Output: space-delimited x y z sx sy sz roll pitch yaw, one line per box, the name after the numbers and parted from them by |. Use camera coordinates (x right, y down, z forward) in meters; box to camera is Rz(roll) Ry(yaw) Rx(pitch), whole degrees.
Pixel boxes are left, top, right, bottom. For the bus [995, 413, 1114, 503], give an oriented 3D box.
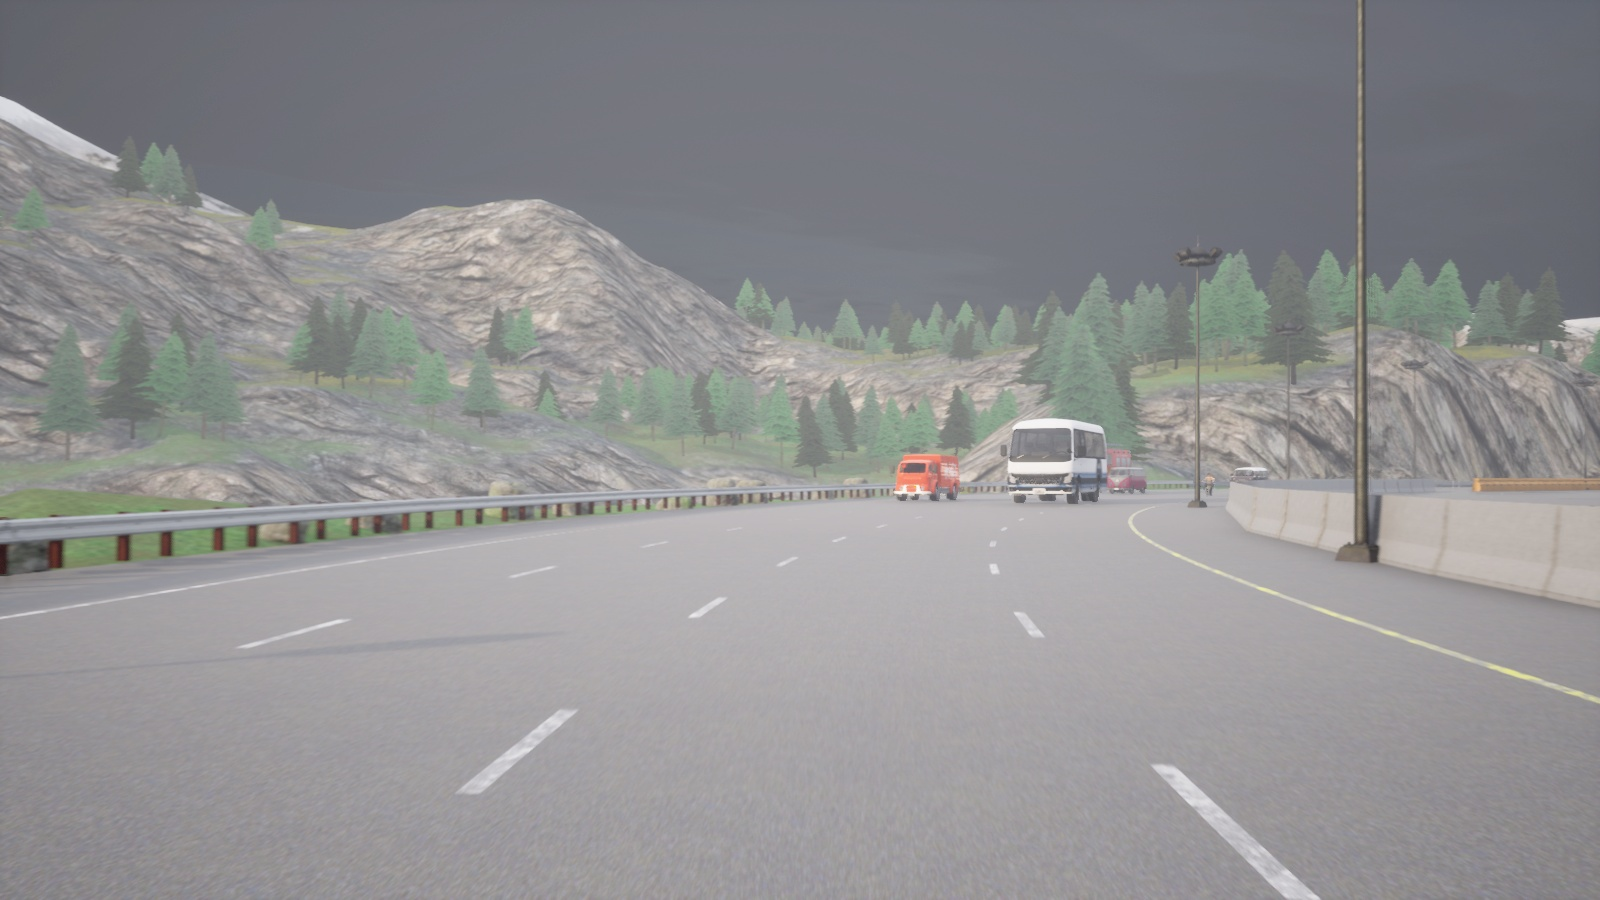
13.244 0.488 64.396 3.944 4.253 10.273 -1 -1 23 | bus

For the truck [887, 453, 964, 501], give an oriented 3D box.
6.734 1.431 66.898 2.627 2.467 5.204 -1 -1 23 | truck

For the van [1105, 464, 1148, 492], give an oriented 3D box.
23.985 2.060 92.117 1.775 1.987 4.442 -1 -1 33 | van
